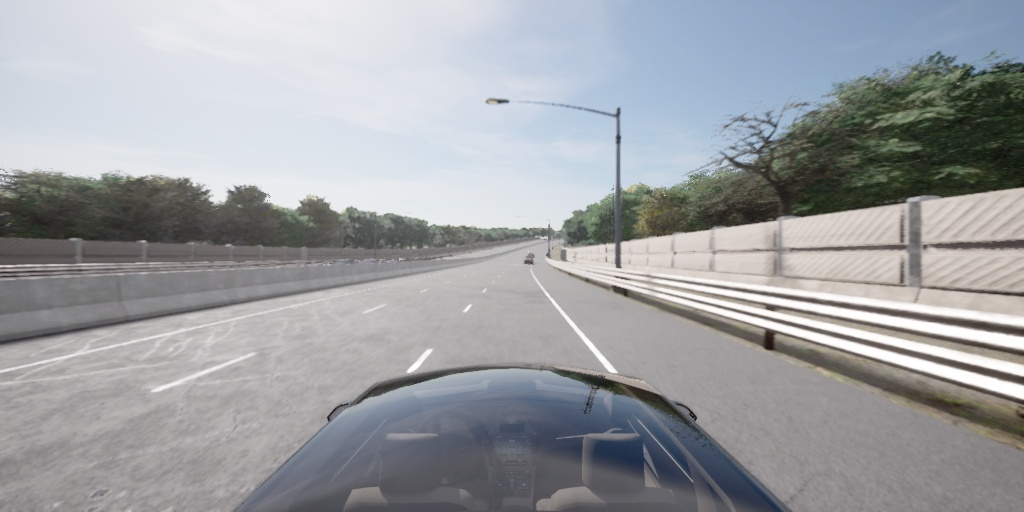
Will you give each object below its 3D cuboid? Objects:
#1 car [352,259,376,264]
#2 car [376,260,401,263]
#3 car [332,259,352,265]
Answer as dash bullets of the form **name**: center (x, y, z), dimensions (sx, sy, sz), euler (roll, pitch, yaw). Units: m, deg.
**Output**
- **car**: center (-20.057, 1.212, 50.389), dimensions (1.882, 1.535, 5.008), euler (0, 0, 3)
- **car**: center (-16.557, 1.295, 50.244), dimensions (2.033, 1.411, 5.357), euler (0, 0, 3)
- **car**: center (-23.553, 1.227, 50.558), dimensions (1.837, 1.490, 4.892), euler (0, 0, 3)
